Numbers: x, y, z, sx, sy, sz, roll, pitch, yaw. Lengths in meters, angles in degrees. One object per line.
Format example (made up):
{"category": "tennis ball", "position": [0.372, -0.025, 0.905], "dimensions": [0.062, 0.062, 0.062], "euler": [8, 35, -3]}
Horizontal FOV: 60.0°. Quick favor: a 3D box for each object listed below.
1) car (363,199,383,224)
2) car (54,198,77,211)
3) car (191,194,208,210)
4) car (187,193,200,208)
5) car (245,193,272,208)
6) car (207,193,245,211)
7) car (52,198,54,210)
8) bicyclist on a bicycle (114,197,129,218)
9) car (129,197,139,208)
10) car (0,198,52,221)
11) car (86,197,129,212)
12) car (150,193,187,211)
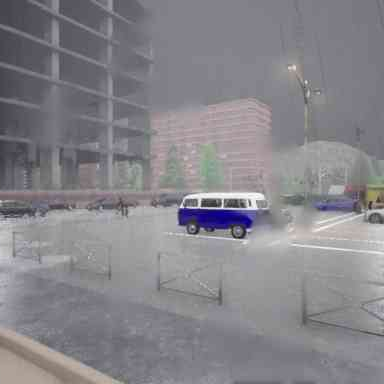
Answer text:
{"category": "car", "position": [13.270, 1.395, 21.463], "dimensions": [3.806, 1.475, 1.970], "euler": [0, 0, 36]}
{"category": "car", "position": [-15.297, 1.431, 37.159], "dimensions": [2.128, 1.511, 4.902], "euler": [0, 0, 35]}
{"category": "car", "position": [2.484, 1.433, 49.978], "dimensions": [2.128, 1.511, 4.902], "euler": [0, 0, 36]}
{"category": "car", "position": [-0.543, 1.146, 57.925], "dimensions": [2.150, 2.045, 5.566], "euler": [0, 0, 35]}
{"category": "car", "position": [11.046, 1.432, 56.138], "dimensions": [2.128, 1.511, 4.902], "euler": [0, 0, 35]}
{"category": "car", "position": [4.944, 1.162, 47.411], "dimensions": [2.150, 2.045, 5.566], "euler": [0, 0, 36]}
{"category": "car", "position": [-15.837, 1.487, 30.320], "dimensions": [2.033, 1.411, 5.357], "euler": [0, 0, 35]}
{"category": "bicyclist on a bicycle", "position": [-5.482, 1.245, 25.945], "dimensions": [1.656, 1.620, 0.582], "euler": [0, 0, 35]}
{"category": "car", "position": [-9.376, 1.431, 45.547], "dimensions": [2.128, 1.511, 4.902], "euler": [0, 0, 35]}
{"category": "car", "position": [-14.079, 1.445, 26.371], "dimensions": [1.837, 1.490, 4.892], "euler": [0, 0, 35]}
{"category": "car", "position": [-10.015, 1.445, 38.577], "dimensions": [1.837, 1.490, 4.892], "euler": [0, 0, 35]}
{"category": "car", "position": [-3.549, 1.163, 47.719], "dimensions": [2.150, 2.045, 5.566], "euler": [0, 0, 35]}
